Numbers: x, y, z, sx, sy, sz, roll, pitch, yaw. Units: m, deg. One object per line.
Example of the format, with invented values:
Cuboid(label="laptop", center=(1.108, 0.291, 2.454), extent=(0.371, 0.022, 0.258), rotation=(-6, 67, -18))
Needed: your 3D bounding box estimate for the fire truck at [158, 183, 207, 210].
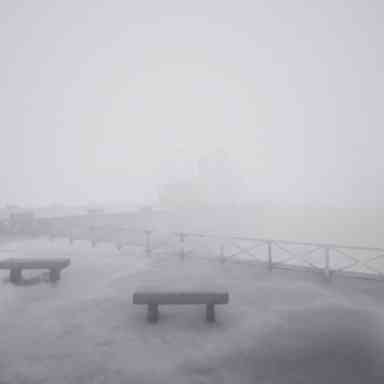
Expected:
Cuboid(label="fire truck", center=(-1.215, 0.640, 48.641), extent=(2.891, 3.827, 8.468), rotation=(-1, 0, 35))
